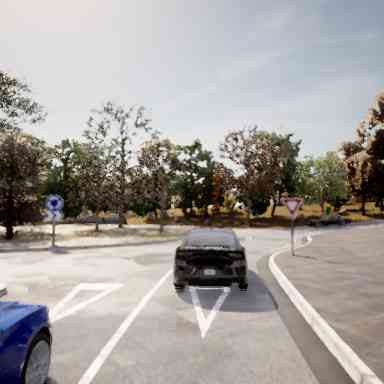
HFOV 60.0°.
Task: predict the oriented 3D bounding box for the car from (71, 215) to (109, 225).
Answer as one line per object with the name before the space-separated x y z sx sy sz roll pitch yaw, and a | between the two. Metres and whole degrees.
car | -15.152 4.109 48.585 4.902 1.511 2.128 0 -4 0

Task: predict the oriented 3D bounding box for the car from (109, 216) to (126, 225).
car | -12.348 4.362 51.618 4.181 1.385 1.994 0 -4 8

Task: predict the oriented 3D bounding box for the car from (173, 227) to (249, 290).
car | 0.617 1.810 10.086 1.882 1.535 5.008 0 -3 5

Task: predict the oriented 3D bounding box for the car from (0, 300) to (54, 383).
car | -2.667 1.511 2.143 1.882 1.535 5.008 0 -1 1

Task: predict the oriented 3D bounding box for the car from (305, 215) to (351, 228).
car | 15.423 3.344 37.829 4.718 1.301 1.895 -3 -3 -6
